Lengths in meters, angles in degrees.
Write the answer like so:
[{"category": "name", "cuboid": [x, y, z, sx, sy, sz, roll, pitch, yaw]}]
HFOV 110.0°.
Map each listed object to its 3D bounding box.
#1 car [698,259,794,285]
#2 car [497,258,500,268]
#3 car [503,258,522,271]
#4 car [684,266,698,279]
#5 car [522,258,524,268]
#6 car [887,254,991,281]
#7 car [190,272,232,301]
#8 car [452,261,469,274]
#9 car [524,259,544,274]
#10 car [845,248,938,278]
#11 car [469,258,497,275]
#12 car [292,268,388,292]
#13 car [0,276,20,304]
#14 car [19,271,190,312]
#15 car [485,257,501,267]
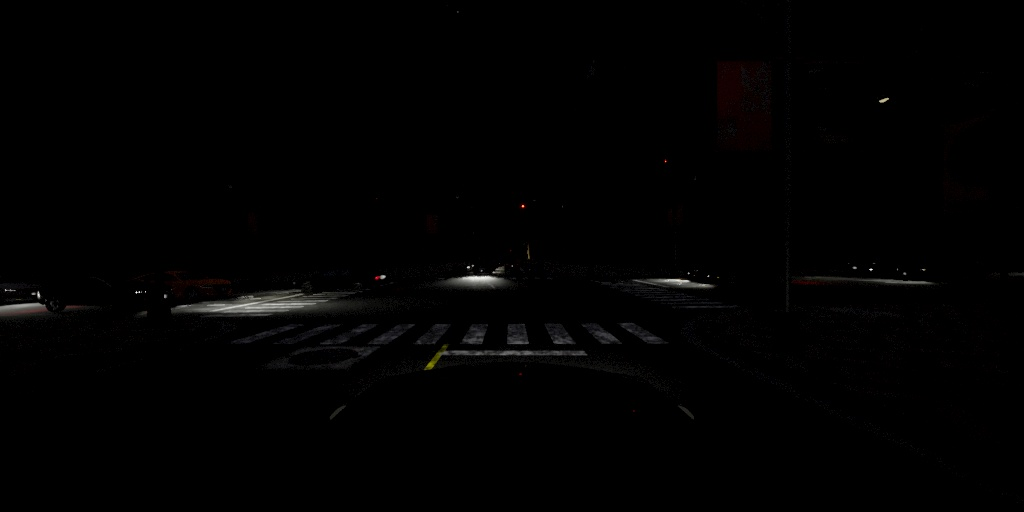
[{"category": "car", "cuboid": [14.732, 0.965, 22.427, 4.892, 1.490, 1.837, -1, 0, 2]}, {"category": "car", "cuboid": [-3.164, 1.306, 48.953, 2.033, 1.411, 5.357, 0, 0, 0]}, {"category": "car", "cuboid": [0.023, 1.323, 50.816, 1.994, 1.385, 4.181, 0, 0, 0]}, {"category": "car", "cuboid": [14.658, 1.020, 25.697, 4.181, 1.385, 1.994, -1, 0, 0]}, {"category": "car", "cuboid": [2.680, 1.304, 52.053, 1.888, 1.381, 4.507, 0, 0, 0]}, {"category": "car", "cuboid": [26.938, 0.773, 22.467, 4.674, 1.442, 1.812, -2, 0, 0]}, {"category": "car", "cuboid": [-17.649, 1.528, 18.950, 5.008, 1.535, 1.882, -1, 0, 2]}, {"category": "car", "cuboid": [-5.792, 1.306, 41.126, 2.007, 1.370, 4.403, 0, 0, 0]}, {"category": "car", "cuboid": [2.733, 1.306, 41.164, 2.007, 1.370, 4.403, 0, 0, 0]}, {"category": "car", "cuboid": [27.339, 0.456, 25.721, 5.566, 2.045, 2.150, -1, 0, 0]}, {"category": "car", "cuboid": [-3.117, 1.246, 39.094, 2.128, 1.511, 4.902, 0, 0, 0]}, {"category": "car", "cuboid": [-10.637, 1.440, 22.396, 5.357, 1.411, 2.033, -2, 0, 0]}, {"category": "car", "cuboid": [-27.623, 1.763, 18.932, 4.674, 1.442, 1.812, -1, 0, 0]}, {"category": "car", "cuboid": [-17.626, 1.547, 15.706, 4.902, 1.511, 2.128, -1, 0, 2]}, {"category": "car", "cuboid": [-3.201, 1.288, 58.891, 1.812, 1.442, 4.674, 0, 0, 0]}]
